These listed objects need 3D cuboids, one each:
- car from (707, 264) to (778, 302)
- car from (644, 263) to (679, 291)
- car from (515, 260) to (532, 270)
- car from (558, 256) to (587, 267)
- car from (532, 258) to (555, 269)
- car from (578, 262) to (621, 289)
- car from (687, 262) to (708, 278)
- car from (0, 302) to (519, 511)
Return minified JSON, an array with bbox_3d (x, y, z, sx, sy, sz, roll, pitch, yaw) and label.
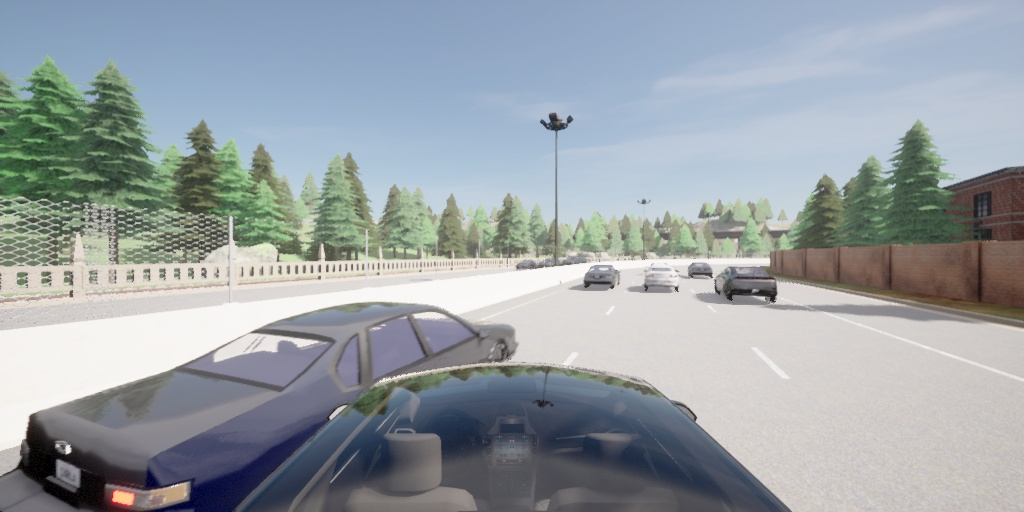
[{"bbox_3d":[10.923,1.232,17.010,2.128,1.511,4.902,0,0,22],"label":"car"},{"bbox_3d":[9.072,1.263,21.851,1.812,1.442,4.674,0,0,22],"label":"car"},{"bbox_3d":[2.159,1.247,50.566,1.812,1.442,4.674,0,0,27],"label":"car"},{"bbox_3d":[8.197,0.950,47.001,2.150,2.045,5.566,0,0,27],"label":"car"},{"bbox_3d":[4.966,1.073,48.356,2.097,1.767,4.553,0,0,27],"label":"car"},{"bbox_3d":[5.956,1.284,23.450,2.033,1.411,5.357,0,0,22],"label":"car"},{"bbox_3d":[17.651,1.277,33.709,2.033,1.411,5.357,0,0,23],"label":"car"},{"bbox_3d":[-1.640,1.296,4.404,2.033,1.411,5.357,0,0,22],"label":"car"}]
